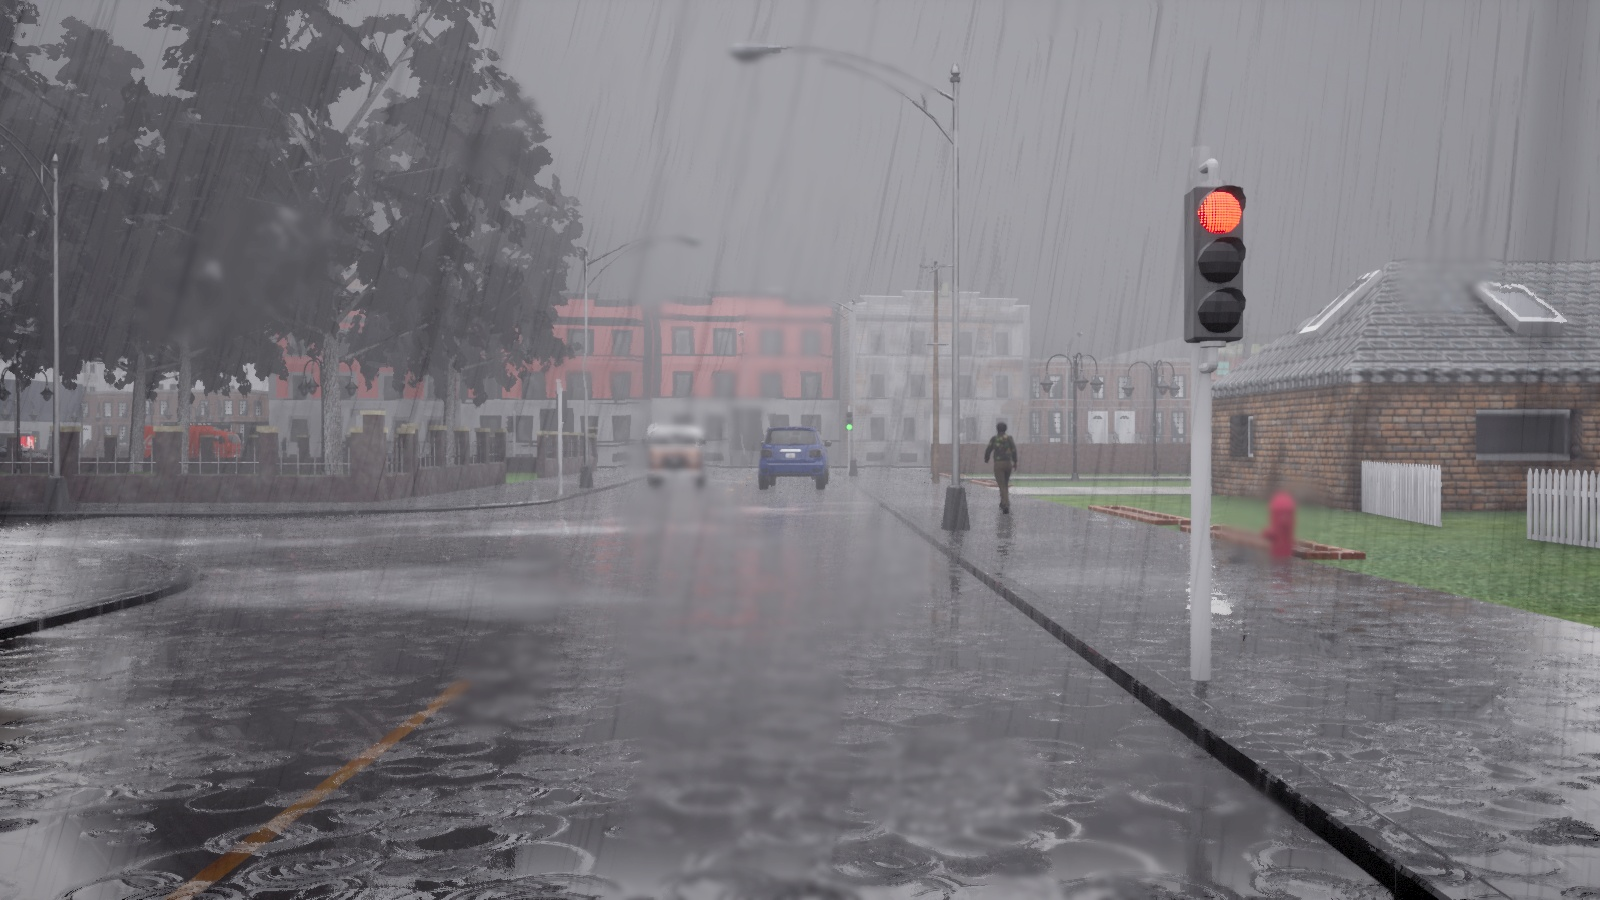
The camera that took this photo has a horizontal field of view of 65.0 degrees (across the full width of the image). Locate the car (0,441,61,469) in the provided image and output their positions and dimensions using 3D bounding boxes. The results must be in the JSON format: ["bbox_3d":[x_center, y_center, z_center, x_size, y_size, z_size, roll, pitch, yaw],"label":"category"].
[{"bbox_3d":[-43.552,0.279,68.744,4.902,1.511,2.128,0,0,0],"label":"car"}]

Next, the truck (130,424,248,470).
[{"bbox_3d":[-33.390,-0.155,68.773,5.204,2.467,2.627,0,0,0],"label":"truck"}]

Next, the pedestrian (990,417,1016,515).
[{"bbox_3d":[4.034,0.315,24.989,0.395,1.930,0.692,0,0,-1],"label":"pedestrian"}]

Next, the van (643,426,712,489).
[{"bbox_3d":[-4.137,0.224,42.958,2.069,2.038,4.480,0,0,-2],"label":"van"}]

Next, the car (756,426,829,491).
[{"bbox_3d":[-0.165,0.230,42.173,2.150,2.045,5.566,0,1,3],"label":"car"}]
